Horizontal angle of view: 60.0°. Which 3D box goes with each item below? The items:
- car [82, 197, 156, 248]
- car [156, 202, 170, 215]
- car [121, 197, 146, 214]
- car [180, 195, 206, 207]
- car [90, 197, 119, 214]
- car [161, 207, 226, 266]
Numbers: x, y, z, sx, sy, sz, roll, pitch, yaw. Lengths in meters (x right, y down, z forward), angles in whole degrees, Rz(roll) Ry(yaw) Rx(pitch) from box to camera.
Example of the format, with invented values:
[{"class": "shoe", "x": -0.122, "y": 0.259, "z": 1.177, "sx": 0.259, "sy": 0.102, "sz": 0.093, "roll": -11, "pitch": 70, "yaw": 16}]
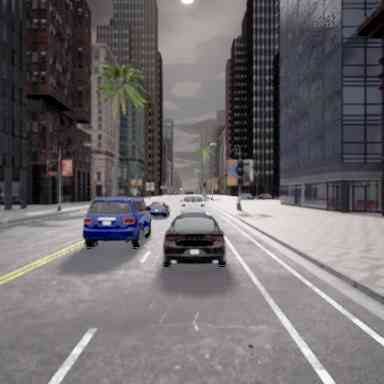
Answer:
[{"class": "car", "x": -3.156, "y": 1.252, "z": 15.011, "sx": 2.150, "sy": 2.045, "sz": 5.566, "roll": 0, "pitch": 0, "yaw": 0}, {"class": "car", "x": -3.157, "y": 1.629, "z": 31.696, "sx": 1.994, "sy": 1.385, "sz": 4.181, "roll": 0, "pitch": 0, "yaw": 0}, {"class": "car", "x": -6.596, "y": 1.431, "z": 37.851, "sx": 2.097, "sy": 1.767, "sz": 4.553, "roll": 0, "pitch": 0, "yaw": 0}, {"class": "car", "x": 0.094, "y": 1.284, "z": 30.182, "sx": 2.150, "sy": 2.045, "sz": 5.566, "roll": 0, "pitch": 0, "yaw": 0}, {"class": "car", "x": -9.845, "y": 1.431, "z": 37.817, "sx": 2.097, "sy": 1.767, "sz": 4.553, "roll": 0, "pitch": 0, "yaw": 0}, {"class": "car", "x": 0.083, "y": 1.501, "z": 11.636, "sx": 1.882, "sy": 1.535, "sz": 5.008, "roll": 0, "pitch": 0, "yaw": 0}]
